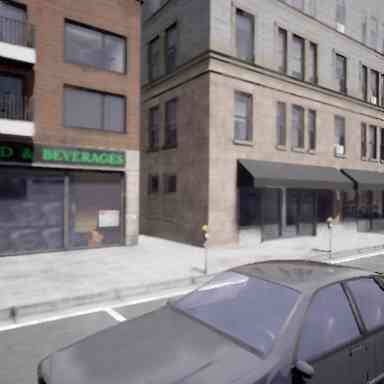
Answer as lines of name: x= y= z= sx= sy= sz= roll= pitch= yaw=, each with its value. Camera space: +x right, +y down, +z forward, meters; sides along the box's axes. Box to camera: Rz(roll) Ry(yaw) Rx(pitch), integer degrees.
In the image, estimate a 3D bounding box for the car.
car: x=1.127 y=1.581 z=3.880 sx=5.357 sy=1.411 sz=2.033 roll=1 pitch=0 yaw=-36
